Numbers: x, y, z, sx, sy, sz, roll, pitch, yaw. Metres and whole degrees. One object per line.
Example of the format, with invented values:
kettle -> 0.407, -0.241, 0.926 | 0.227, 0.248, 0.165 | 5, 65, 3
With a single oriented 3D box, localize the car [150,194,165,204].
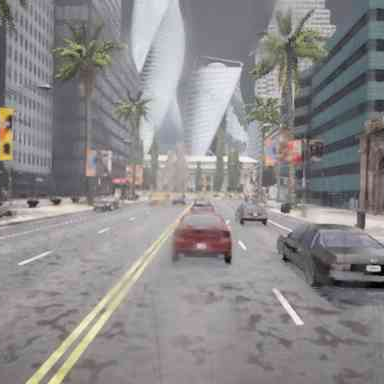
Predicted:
car -> -5.459, 1.138, 53.427 | 1.882, 1.535, 5.008 | 1, 0, 2

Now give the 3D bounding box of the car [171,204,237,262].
car -> 0.373, 1.431, 12.074 | 1.882, 1.535, 5.008 | 1, 0, 2

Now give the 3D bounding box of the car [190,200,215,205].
car -> 0.875, 1.383, 28.066 | 2.128, 1.511, 4.902 | 1, 0, 2

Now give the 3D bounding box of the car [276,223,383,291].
car -> 3.765, 1.575, 9.228 | 2.033, 1.411, 5.357 | 1, 0, 2

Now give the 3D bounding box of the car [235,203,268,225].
car -> 4.230, 1.517, 24.220 | 2.033, 1.411, 5.357 | 1, 0, 2

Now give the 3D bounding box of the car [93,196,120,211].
car -> -9.049, 1.155, 35.677 | 2.231, 1.521, 4.892 | 1, 0, 2

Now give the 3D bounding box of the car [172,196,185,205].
car -> -2.005, 1.277, 52.351 | 2.033, 1.411, 5.357 | 1, 0, 2
